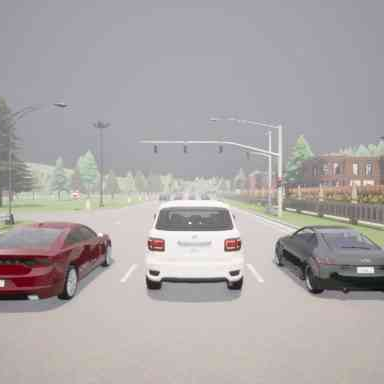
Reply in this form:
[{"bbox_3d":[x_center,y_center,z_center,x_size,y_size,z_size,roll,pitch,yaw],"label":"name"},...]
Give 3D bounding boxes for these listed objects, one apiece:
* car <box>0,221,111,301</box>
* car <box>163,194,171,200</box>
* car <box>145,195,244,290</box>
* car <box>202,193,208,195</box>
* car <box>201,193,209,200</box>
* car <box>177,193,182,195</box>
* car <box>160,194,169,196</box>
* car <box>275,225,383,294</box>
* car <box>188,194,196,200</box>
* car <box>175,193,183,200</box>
[{"bbox_3d":[-3.438,1.478,8.411,1.882,1.535,5.008,0,0,0],"label":"car"},{"bbox_3d":[-6.982,1.332,92.096,1.837,1.490,4.892,0,0,0],"label":"car"},{"bbox_3d":[0.068,1.221,9.219,2.150,2.045,5.566,0,0,0],"label":"car"},{"bbox_3d":[3.516,1.587,82.121,1.895,1.301,4.718,0,0,0],"label":"car"},{"bbox_3d":[3.518,1.187,92.064,2.097,1.767,4.553,0,0,0],"label":"car"},{"bbox_3d":[-3.484,1.516,82.092,1.812,1.442,4.674,0,0,0],"label":"car"},{"bbox_3d":[-6.984,1.347,82.063,2.097,1.767,4.553,0,0,0],"label":"car"},{"bbox_3d":[3.566,1.564,8.806,1.994,1.385,4.181,0,0,0],"label":"car"},{"bbox_3d":[0.018,1.372,92.095,2.033,1.411,5.357,0,0,0],"label":"car"},{"bbox_3d":[-3.482,1.187,92.065,2.097,1.767,4.553,0,0,0],"label":"car"}]
